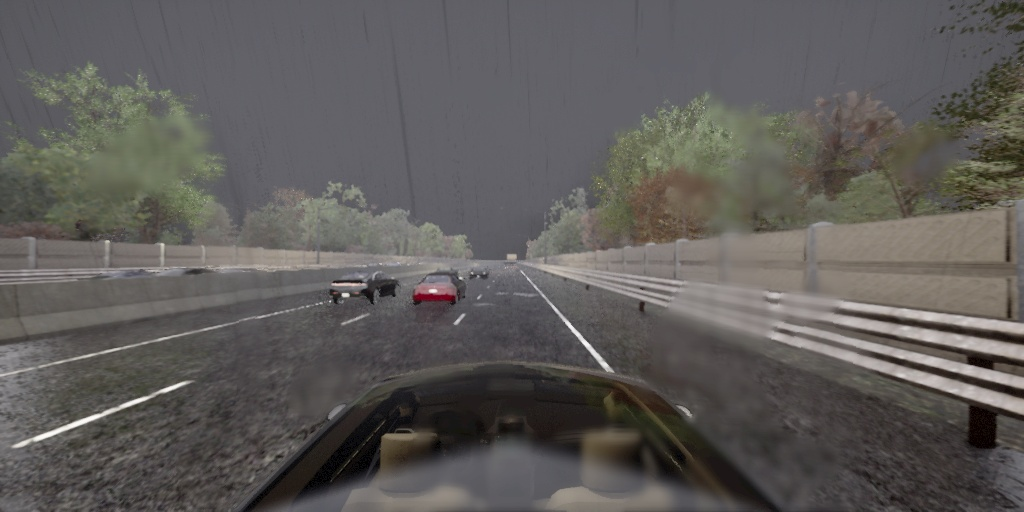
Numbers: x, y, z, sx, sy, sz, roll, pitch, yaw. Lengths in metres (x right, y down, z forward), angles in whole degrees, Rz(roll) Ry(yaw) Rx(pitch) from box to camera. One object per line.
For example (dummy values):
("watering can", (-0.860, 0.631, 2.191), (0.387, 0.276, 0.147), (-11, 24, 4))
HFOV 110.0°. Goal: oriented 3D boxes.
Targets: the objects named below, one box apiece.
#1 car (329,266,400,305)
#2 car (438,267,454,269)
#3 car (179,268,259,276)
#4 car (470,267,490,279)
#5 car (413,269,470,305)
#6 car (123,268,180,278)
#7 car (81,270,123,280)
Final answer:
("car", (-6.906, 1.427, 17.308), (2.128, 1.511, 4.902), (0, -1, 0))
("car", (-6.906, 1.793, 38.049), (1.895, 1.301, 4.718), (0, -1, 0))
("car", (-17.604, 1.550, 22.875), (2.033, 1.411, 5.357), (0, -1, 0))
("car", (-3.405, 1.799, 38.538), (1.895, 1.301, 4.718), (0, -1, 0))
("car", (-3.406, 1.501, 17.480), (1.994, 1.385, 4.181), (0, -1, 0))
("car", (-21.104, 1.508, 22.886), (1.837, 1.490, 4.892), (0, -1, 0))
("car", (-24.603, 1.565, 22.701), (1.994, 1.385, 4.181), (0, -1, 0))
